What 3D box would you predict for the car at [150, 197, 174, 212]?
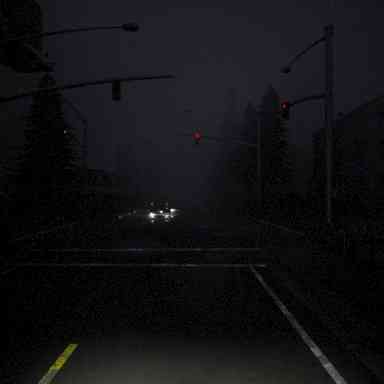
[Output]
[{"bbox_3d":[-3.525,1.352,38.105,2.097,1.767,4.553,0,0,0],"label":"car"}]
